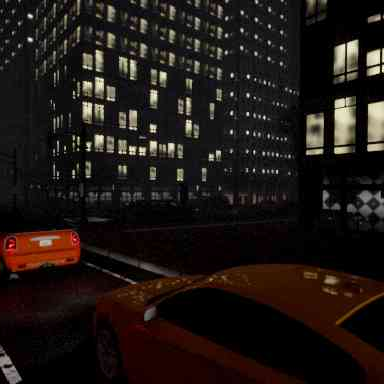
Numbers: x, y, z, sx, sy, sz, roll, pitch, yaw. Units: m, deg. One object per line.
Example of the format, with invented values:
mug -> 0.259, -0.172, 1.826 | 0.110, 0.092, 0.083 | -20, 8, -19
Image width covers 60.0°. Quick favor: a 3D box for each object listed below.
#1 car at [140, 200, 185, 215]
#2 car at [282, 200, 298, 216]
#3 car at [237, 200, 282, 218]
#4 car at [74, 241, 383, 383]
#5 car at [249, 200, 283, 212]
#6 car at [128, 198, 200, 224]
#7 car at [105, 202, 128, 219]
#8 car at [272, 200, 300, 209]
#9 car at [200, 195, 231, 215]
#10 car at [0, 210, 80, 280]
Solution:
car -> -3.208, 1.647, 36.643 | 4.829, 1.417, 1.752 | 1, 0, -39
car -> 10.965, 1.936, 37.356 | 4.206, 1.307, 1.802 | 1, 0, -39
car -> 6.719, 1.832, 33.908 | 4.829, 1.417, 1.752 | 1, 0, -39
car -> 0.739, 1.476, 3.261 | 1.882, 1.535, 5.008 | 0, 0, -40
car -> 9.793, 1.814, 43.837 | 4.674, 1.442, 1.812 | 1, 1, -39
car -> -2.168, 1.523, 26.691 | 5.009, 1.841, 2.192 | 1, 0, -39
car -> -5.781, 1.642, 31.216 | 4.674, 1.442, 1.812 | 1, 1, -38
car -> 14.433, 1.881, 50.964 | 4.313, 1.339, 1.947 | 1, 0, -39
car -> 1.903, 1.423, 37.435 | 5.566, 2.045, 2.150 | 1, 1, -39
car -> -5.188, 1.347, 10.313 | 2.097, 1.767, 4.553 | 0, 0, -40
